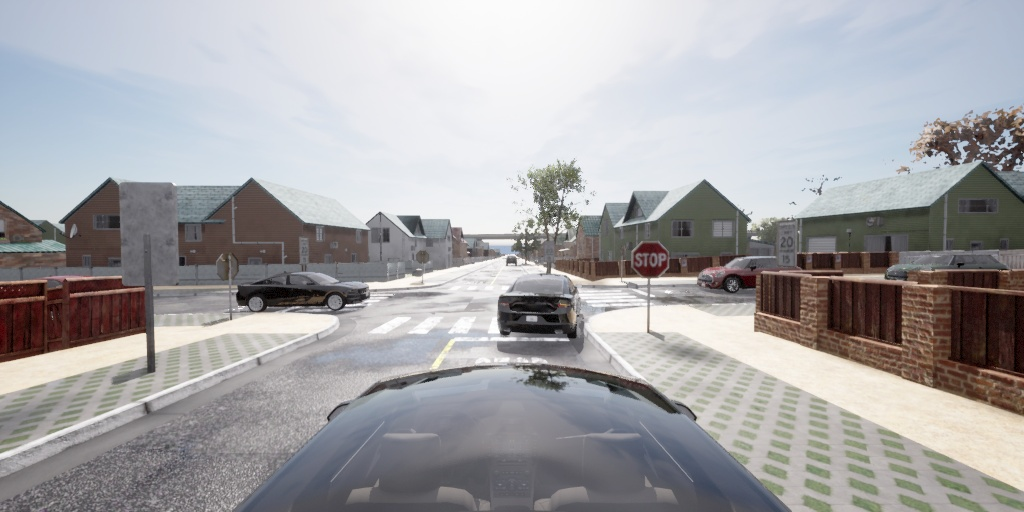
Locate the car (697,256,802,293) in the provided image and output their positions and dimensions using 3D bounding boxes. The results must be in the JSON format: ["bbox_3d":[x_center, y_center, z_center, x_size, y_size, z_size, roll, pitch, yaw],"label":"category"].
[{"bbox_3d":[11.786,0.820,17.902,4.553,1.767,2.097,-1,2,0],"label":"car"}]

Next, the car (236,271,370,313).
[{"bbox_3d":[-8.485,1.376,14.793,5.008,1.535,1.882,-1,2,0],"label":"car"}]

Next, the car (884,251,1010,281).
[{"bbox_3d":[21.681,0.646,17.986,4.553,1.767,2.097,-1,2,0],"label":"car"}]

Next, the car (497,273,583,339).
[{"bbox_3d":[0.947,1.224,10.279,1.882,1.535,5.008,0,0,12],"label":"car"}]

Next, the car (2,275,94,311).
[{"bbox_3d":[-18.038,1.546,14.719,5.008,1.535,1.882,-1,2,0],"label":"car"}]
